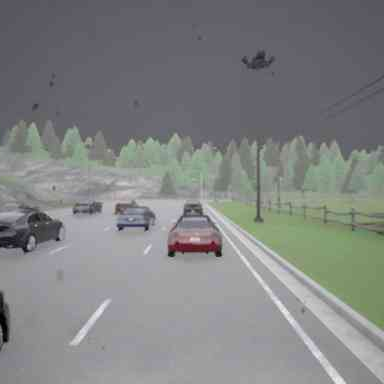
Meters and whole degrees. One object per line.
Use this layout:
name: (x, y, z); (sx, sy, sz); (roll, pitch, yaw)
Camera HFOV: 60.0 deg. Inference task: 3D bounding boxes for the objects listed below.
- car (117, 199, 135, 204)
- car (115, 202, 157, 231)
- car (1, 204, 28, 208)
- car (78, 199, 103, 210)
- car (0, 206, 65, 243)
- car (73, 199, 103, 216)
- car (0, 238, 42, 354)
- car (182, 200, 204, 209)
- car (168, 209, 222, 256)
car: (-6.894, 1.527, 35.751); (1.882, 1.535, 5.008); (0, 0, 0)
car: (-3.407, 1.577, 21.024); (2.033, 1.411, 5.357); (0, 0, 0)
car: (-13.899, 1.601, 26.532); (1.994, 1.385, 4.181); (0, 0, 0)
car: (-13.892, 1.664, 45.755); (1.895, 1.301, 4.718); (0, 0, 0)
car: (-6.897, 1.524, 13.799); (1.837, 1.490, 4.892); (0, 0, 0)
car: (-10.395, 1.537, 33.388); (2.128, 1.511, 4.902); (0, 0, 0)
car: (-3.398, 1.495, 2.629); (2.128, 1.511, 4.902); (0, 0, 0)
car: (0.105, 1.550, 33.128); (1.837, 1.490, 4.892); (0, 0, 0)
car: (0.103, 1.582, 13.290); (1.994, 1.385, 4.181); (0, 0, 0)
